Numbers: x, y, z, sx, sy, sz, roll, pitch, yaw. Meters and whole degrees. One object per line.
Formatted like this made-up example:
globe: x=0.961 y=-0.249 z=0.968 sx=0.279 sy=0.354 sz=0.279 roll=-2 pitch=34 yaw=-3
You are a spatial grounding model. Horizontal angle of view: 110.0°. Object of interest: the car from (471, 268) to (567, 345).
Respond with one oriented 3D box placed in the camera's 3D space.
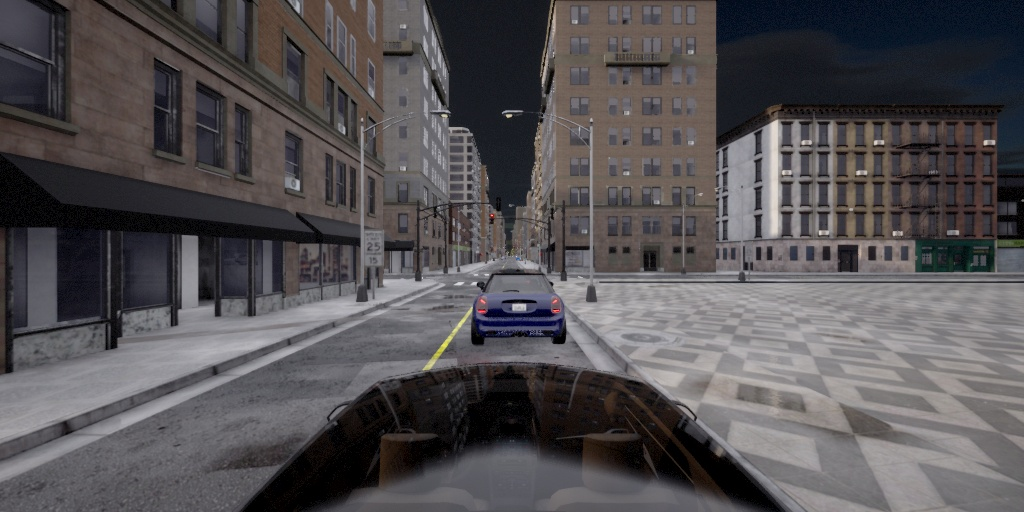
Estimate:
car: x=0.100 y=1.105 z=9.696 sx=2.097 sy=1.767 sz=4.553 roll=0 pitch=0 yaw=-1
